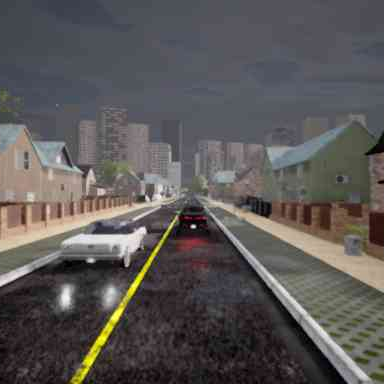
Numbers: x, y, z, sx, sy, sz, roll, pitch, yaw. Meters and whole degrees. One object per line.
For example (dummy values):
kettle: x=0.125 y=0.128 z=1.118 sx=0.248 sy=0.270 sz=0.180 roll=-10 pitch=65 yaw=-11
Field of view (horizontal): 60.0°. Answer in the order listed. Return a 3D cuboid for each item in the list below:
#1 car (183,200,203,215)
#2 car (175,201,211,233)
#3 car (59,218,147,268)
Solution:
car: x=0.075 y=1.605 z=35.432 sx=1.994 sy=1.385 sz=4.181 roll=0 pitch=0 yaw=0
car: x=0.079 y=1.528 z=19.667 sx=1.837 sy=1.490 sz=4.892 roll=0 pitch=0 yaw=0
car: x=-2.816 y=1.613 z=11.508 sx=1.895 sy=1.301 sz=4.718 roll=0 pitch=0 yaw=1
